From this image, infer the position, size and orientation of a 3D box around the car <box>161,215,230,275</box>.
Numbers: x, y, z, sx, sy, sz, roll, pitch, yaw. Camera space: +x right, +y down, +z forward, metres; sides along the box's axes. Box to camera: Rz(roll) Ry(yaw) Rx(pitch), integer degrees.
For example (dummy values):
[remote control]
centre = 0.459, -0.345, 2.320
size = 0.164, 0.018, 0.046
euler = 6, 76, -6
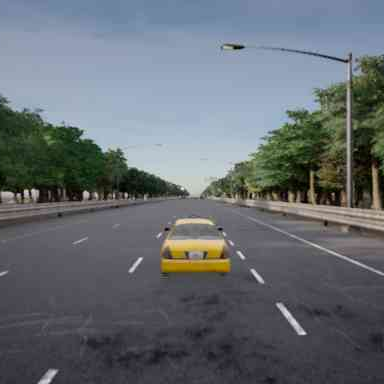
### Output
[car]
centre = 0.057, 1.475, 10.427
size = 1.801, 1.575, 5.366
euler = 0, 0, -1
